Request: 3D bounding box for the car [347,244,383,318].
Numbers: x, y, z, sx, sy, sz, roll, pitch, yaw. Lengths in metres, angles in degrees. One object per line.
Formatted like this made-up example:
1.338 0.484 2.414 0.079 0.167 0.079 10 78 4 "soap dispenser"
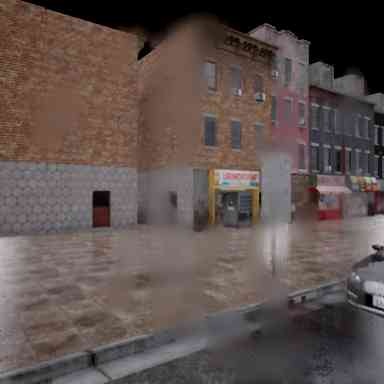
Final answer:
5.038 1.491 6.681 4.902 1.511 2.128 0 0 -36 "car"
